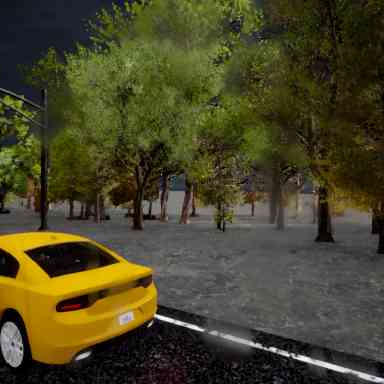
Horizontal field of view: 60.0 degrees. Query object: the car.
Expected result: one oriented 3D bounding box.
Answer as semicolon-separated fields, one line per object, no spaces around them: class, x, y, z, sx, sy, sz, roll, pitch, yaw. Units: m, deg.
car;-2.864;1.444;5.726;5.008;1.535;1.882;1;0;35
